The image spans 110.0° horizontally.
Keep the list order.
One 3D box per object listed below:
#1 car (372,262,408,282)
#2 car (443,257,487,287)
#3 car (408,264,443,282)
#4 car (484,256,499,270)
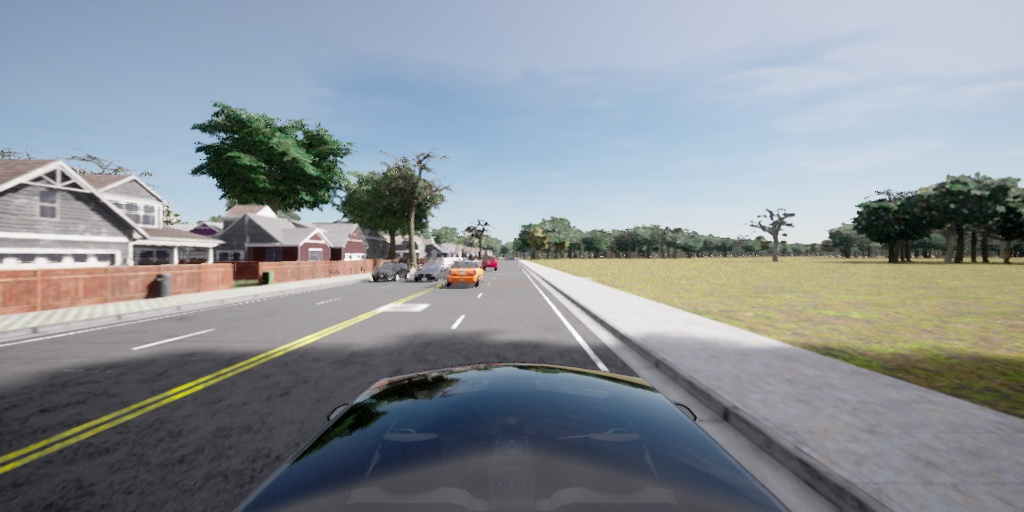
[{"bbox_3d":[-9.751,1.264,29.244,1.837,1.490,4.892,0,0,0],"label":"car"},{"bbox_3d":[-3.151,1.111,24.938,2.097,1.767,4.553,0,0,0],"label":"car"},{"bbox_3d":[-6.501,1.318,29.244,2.033,1.411,5.357,0,0,0],"label":"car"},{"bbox_3d":[-3.152,0.997,51.556,2.150,2.045,5.566,0,0,0],"label":"car"}]
